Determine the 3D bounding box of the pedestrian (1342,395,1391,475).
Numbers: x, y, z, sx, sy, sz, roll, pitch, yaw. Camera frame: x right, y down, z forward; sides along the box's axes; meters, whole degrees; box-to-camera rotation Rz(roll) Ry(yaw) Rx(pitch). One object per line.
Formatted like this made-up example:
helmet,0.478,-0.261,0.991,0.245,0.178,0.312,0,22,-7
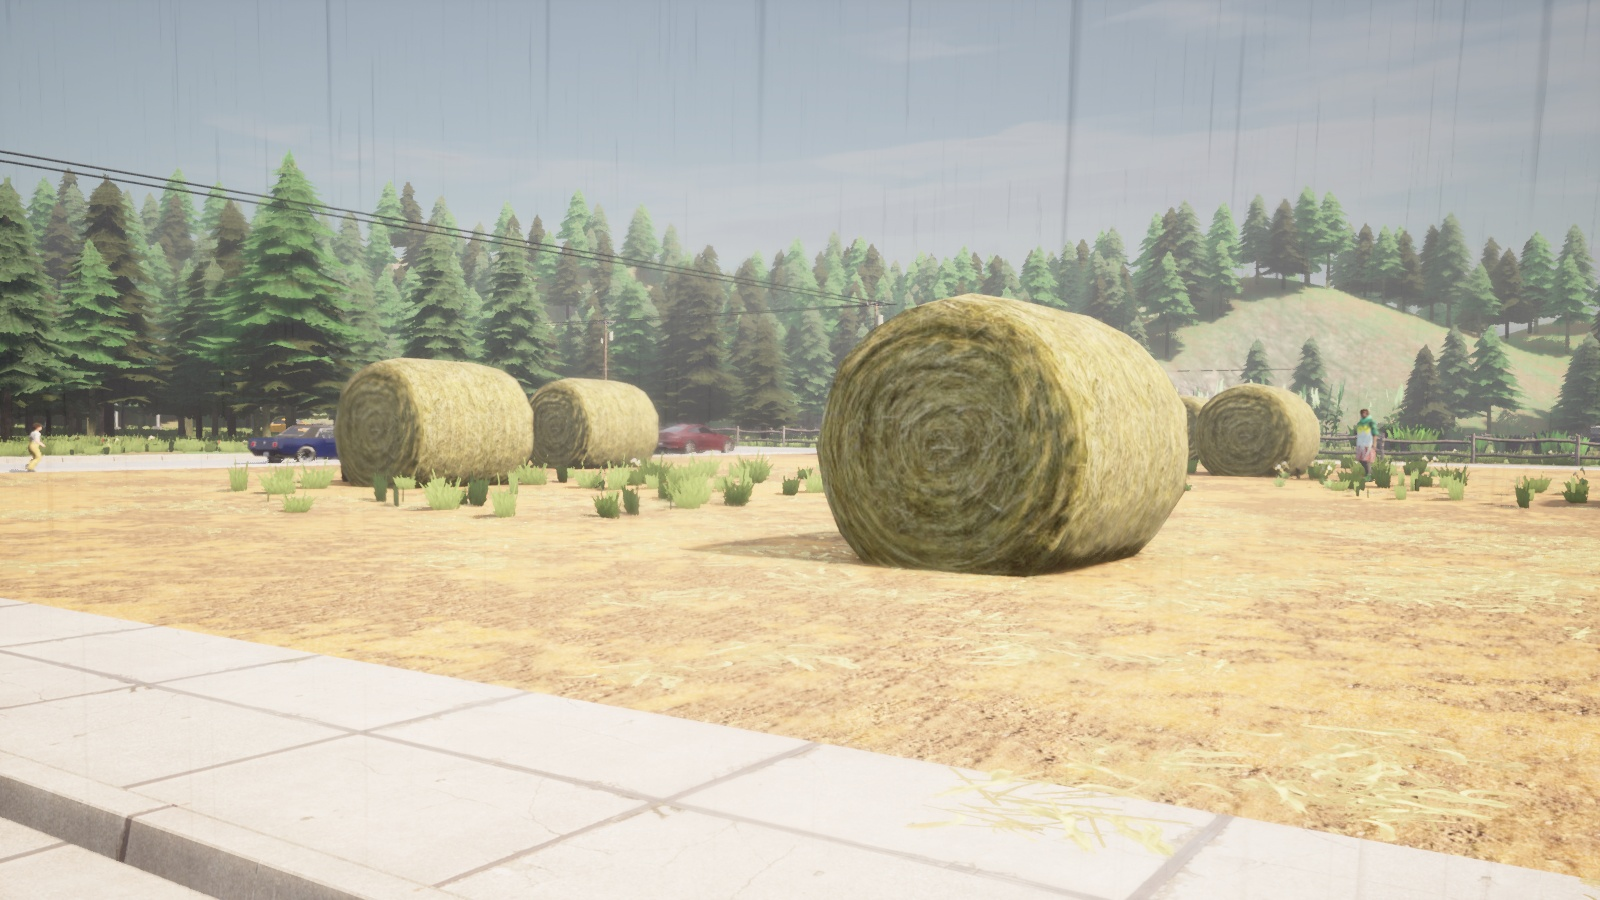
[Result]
pedestrian,14.024,-0.382,31.096,0.873,1.952,0.659,-1,1,-14

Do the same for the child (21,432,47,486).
child,-18.429,0.210,30.212,0.270,1.263,0.437,0,2,38

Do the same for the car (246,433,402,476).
car,-16.079,0.114,42.658,1.895,1.301,4.718,0,1,35

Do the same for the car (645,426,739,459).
car,-4.979,-0.389,58.647,1.812,1.442,4.674,0,1,35
